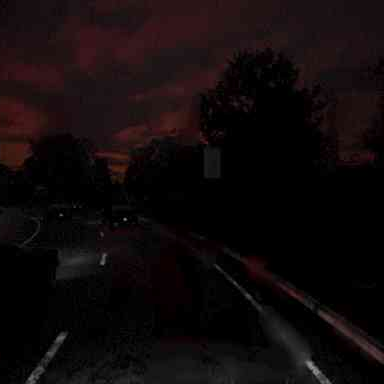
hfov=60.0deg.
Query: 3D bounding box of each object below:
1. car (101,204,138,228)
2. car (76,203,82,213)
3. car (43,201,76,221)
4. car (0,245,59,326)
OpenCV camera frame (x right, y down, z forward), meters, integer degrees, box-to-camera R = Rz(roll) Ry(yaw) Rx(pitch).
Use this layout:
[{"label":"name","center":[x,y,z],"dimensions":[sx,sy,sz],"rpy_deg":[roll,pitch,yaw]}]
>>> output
[{"label":"car","center":[-5.166,1.607,23.361],"dimensions":[1.882,1.535,5.008],"rpy_deg":[1,-1,-22]},{"label":"car","center":[-14.717,1.745,39.146],"dimensions":[2.033,1.411,5.357],"rpy_deg":[1,-1,-40]},{"label":"car","center":[-11.518,1.659,28.397],"dimensions":[1.812,1.442,4.674],"rpy_deg":[1,-1,-29]},{"label":"car","center":[-4.045,1.642,6.265],"dimensions":[1.895,1.301,4.718],"rpy_deg":[0,0,-6]}]
